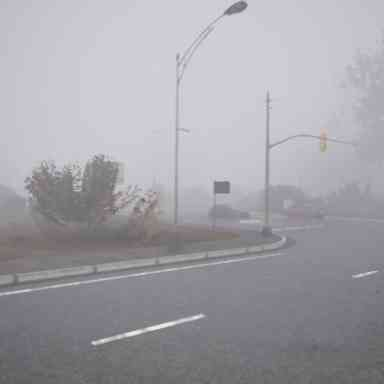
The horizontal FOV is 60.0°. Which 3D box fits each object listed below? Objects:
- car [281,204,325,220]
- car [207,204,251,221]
[{"bbox_3d":[10.762,1.896,32.439,1.994,1.385,4.181,1,-1,-39],"label":"car"},{"bbox_3d":[3.323,1.807,30.370,1.994,1.385,4.181,1,0,-39],"label":"car"}]
